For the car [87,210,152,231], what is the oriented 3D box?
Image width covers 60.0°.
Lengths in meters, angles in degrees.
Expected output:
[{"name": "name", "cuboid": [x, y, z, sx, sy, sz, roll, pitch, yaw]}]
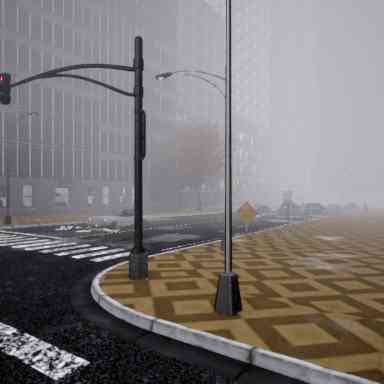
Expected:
[{"name": "car", "cuboid": [-5.012, 1.925, 23.523, 1.895, 1.301, 4.718, 0, -1, 33]}]

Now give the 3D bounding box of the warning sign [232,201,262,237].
[{"name": "warning sign", "cuboid": [3.066, 1.454, 18.581, 1.300, 1.860, 1.060, 1, 1, 33]}]

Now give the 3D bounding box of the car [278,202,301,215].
[{"name": "car", "cuboid": [13.725, 2.205, 46.402, 2.097, 1.767, 4.553, 0, -1, 33]}]

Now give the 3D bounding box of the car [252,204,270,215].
[{"name": "car", "cuboid": [8.990, 2.334, 45.271, 2.033, 1.411, 5.357, 0, -1, 33]}]

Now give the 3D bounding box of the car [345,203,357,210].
[{"name": "car", "cuboid": [31.341, 2.837, 65.801, 1.812, 1.442, 4.674, 0, -1, 33]}]

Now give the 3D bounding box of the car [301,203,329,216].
[{"name": "car", "cuboid": [16.635, 2.213, 44.824, 2.097, 1.767, 4.553, 0, -1, 32]}]

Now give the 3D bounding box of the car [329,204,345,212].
[{"name": "car", "cuboid": [23.736, 2.640, 55.889, 2.033, 1.411, 5.357, 0, -1, 33]}]

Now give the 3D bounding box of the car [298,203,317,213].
[{"name": "car", "cuboid": [19.048, 2.533, 54.781, 1.837, 1.490, 4.892, 0, -1, 33]}]
